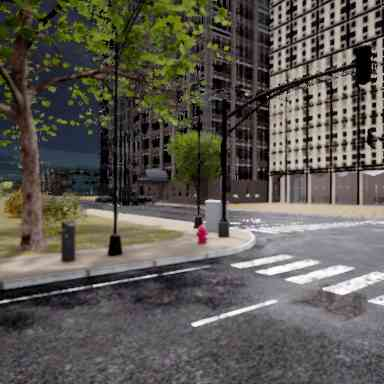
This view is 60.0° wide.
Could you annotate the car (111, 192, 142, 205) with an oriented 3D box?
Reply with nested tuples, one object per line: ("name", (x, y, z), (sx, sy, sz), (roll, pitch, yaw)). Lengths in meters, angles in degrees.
("car", (-10.399, 1.044, 52.627), (2.150, 2.045, 5.566), (1, 0, -33))

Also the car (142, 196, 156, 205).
("car", (-7.669, 1.341, 54.360), (2.128, 1.511, 4.902), (1, 0, -34))

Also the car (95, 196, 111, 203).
("car", (-16.164, 1.352, 61.213), (2.033, 1.411, 5.357), (1, 0, -34))

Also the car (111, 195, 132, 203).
("car", (-13.462, 1.379, 63.020), (2.033, 1.411, 5.357), (1, 0, -34))
